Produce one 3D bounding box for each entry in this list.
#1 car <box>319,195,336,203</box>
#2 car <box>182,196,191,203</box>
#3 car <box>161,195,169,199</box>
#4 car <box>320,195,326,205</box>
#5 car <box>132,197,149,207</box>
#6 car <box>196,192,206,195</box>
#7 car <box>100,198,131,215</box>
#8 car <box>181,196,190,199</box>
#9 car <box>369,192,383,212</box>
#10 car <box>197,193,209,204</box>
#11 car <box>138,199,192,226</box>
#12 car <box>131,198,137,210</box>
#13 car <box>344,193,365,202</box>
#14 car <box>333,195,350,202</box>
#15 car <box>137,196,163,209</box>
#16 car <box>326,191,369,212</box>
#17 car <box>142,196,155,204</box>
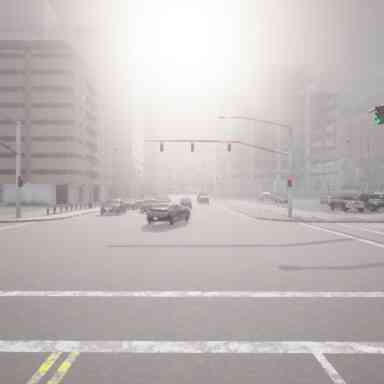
[{"bbox_3d":[27.785,1.395,68.360,1.970,1.475,3.806,0,0,0],"label":"car"},{"bbox_3d":[-1.233,1.599,70.798,1.895,1.301,4.718,0,0,0],"label":"car"},{"bbox_3d":[-4.658,1.352,46.007,2.097,1.767,4.553,0,0,-1],"label":"car"},{"bbox_3d":[22.090,1.395,53.230,1.970,1.475,3.806,0,0,0],"label":"car"},{"bbox_3d":[-8.217,1.564,53.383,1.994,1.385,4.181,0,0,-1],"label":"car"},{"bbox_3d":[2.202,1.051,74.466,2.150,2.045,5.566,0,0,0],"label":"car"},{"bbox_3d":[-8.061,1.491,34.239,2.128,1.511,4.902,0,0,0],"label":"car"},{"bbox_3d":[-0.960,1.547,46.971,2.033,1.411,5.357,0,0,0],"label":"car"},{"bbox_3d":[19.470,1.156,35.750,1.905,1.878,3.866,0,0,0],"label":"car"},{"bbox_3d":[2.284,1.477,64.662,1.882,1.535,5.008,0,0,0],"label":"car"},{"bbox_3d":[-1.591,1.491,23.665,2.128,1.511,4.902,0,0,18],"label":"car"},{"bbox_3d":[-8.130,1.526,43.388,1.812,1.442,4.674,0,0,0],"label":"car"},{"bbox_3d":[33.363,1.153,68.436,1.932,1.855,4.605,0,0,0],"label":"car"},{"bbox_3d":[30.680,1.364,68.373,1.784,1.438,3.905,0,0,0],"label":"car"},{"bbox_3d":[-4.584,1.505,36.864,1.837,1.490,4.892,0,0,0],"label":"car"},{"bbox_3d":[16.575,1.153,35.790,1.932,1.855,4.605,0,0,0],"label":"car"},{"bbox_3d":[-8.256,1.477,63.506,1.882,1.535,5.008,0,0,0],"label":"car"}]
